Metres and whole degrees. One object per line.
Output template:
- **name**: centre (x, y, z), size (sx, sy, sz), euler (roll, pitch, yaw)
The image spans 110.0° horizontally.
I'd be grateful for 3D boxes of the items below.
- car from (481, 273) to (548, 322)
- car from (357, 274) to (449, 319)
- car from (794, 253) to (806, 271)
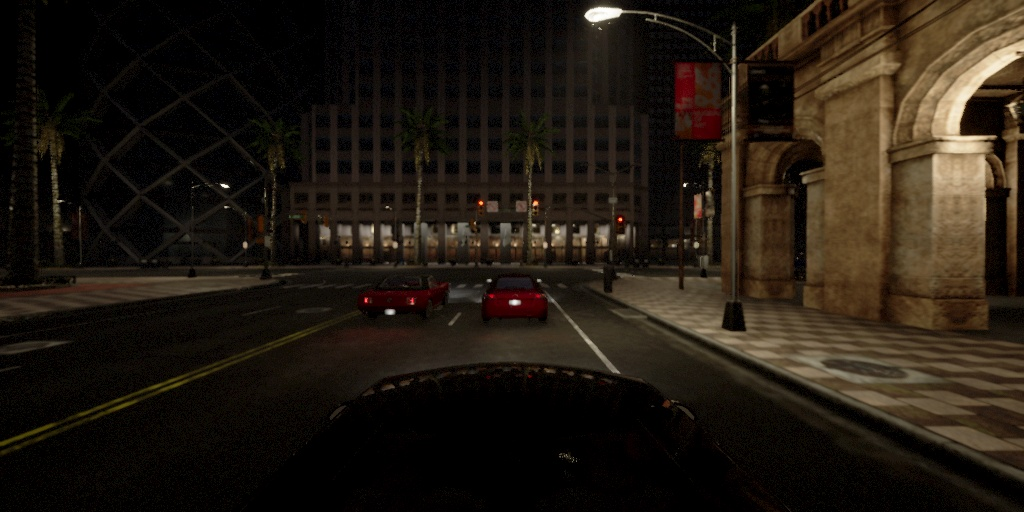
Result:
- **car**: centre (0.076, 1.240, 11.956), size (1.994, 1.385, 4.181), euler (0, 0, 0)
- **car**: centre (-3.424, 1.274, 12.341), size (1.895, 1.301, 4.718), euler (0, 0, 0)
- **car**: centre (31.256, 0.701, 39.316), size (5.566, 2.045, 2.150), euler (0, 0, 0)
